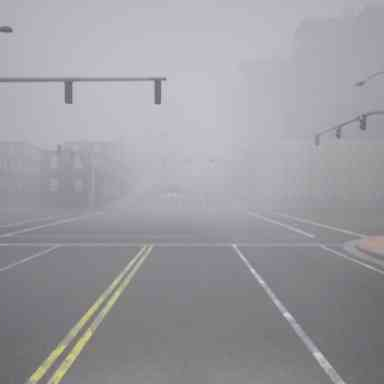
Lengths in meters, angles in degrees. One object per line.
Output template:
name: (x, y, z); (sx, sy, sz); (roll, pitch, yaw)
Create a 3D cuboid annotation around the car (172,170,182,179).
car: (-3.496, -4.219, 77.528); (2.097, 1.767, 4.553); (0, 13, 0)

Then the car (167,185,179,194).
car: (-3.525, -0.584, 61.556); (1.994, 1.385, 4.181); (0, 10, 1)
